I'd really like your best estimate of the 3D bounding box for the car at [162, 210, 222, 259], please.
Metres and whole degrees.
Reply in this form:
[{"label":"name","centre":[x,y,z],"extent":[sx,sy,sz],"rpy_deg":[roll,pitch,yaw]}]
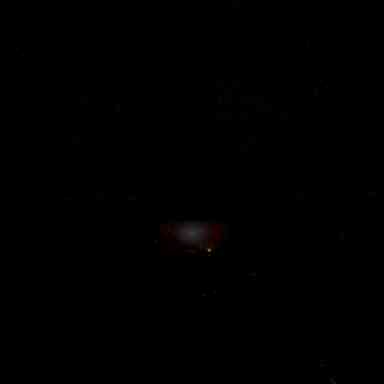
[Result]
[{"label":"car","centre":[0.022,1.501,13.429],"extent":[2.097,1.767,4.553],"rpy_deg":[0,-1,1]}]
